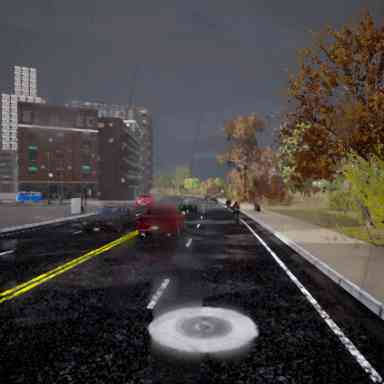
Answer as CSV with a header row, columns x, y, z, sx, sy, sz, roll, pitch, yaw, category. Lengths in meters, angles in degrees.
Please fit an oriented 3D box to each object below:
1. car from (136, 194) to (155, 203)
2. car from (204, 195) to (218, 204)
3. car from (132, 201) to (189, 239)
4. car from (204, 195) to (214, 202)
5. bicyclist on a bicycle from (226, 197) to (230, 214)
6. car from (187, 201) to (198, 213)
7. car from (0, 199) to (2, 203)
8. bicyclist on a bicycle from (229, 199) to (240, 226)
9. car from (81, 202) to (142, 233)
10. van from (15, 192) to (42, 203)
x,y,z,sx,sy,sz,roll,pitch,yaw,category
-6.484,1.245,46.891,2.150,2.045,5.566,0,0,-1,car
3.657,1.457,60.771,2.128,1.511,4.902,0,0,1,car
-1.459,1.473,17.455,1.882,1.535,5.008,0,0,4,car
3.617,1.433,73.341,1.882,1.535,5.008,0,0,-1,car
3.522,1.359,31.982,0.659,1.776,1.843,0,0,3,bicyclist on a bicycle
-0.335,1.589,35.751,1.895,1.301,4.718,0,0,3,car
-28.662,1.107,46.012,4.206,1.307,1.802,1,-1,-27,car
2.926,1.446,22.085,0.582,1.620,1.656,0,0,4,bicyclist on a bicycle
-4.730,1.544,19.787,2.033,1.411,5.357,0,0,4,car
-27.431,0.883,56.096,3.998,1.788,1.690,1,-1,-27,van
